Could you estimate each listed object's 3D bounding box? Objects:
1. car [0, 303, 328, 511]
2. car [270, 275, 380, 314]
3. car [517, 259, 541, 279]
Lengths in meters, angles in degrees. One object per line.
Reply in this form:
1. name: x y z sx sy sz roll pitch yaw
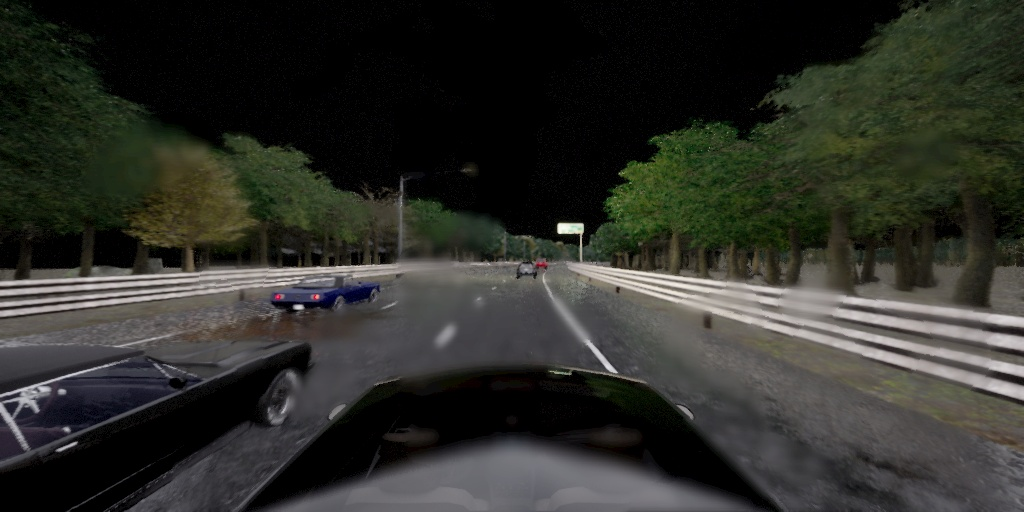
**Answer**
1. car: -3.608 1.346 2.719 1.895 1.301 4.718 0 0 1
2. car: -6.917 1.400 14.010 1.895 1.301 4.718 0 0 2
3. car: 1.584 1.391 36.206 2.033 1.649 4.856 0 -1 5
